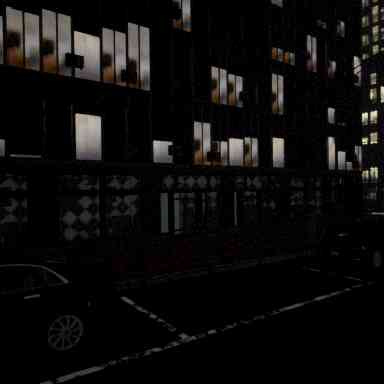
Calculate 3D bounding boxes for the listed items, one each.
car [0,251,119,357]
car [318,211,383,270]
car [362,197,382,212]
[{"bbox_3d":[-3.189,1.551,4.427,4.403,1.369,2.008,0,-1,-35],"label":"car"},{"bbox_3d":[5.986,1.541,11.006,4.507,1.381,1.887,0,-1,-35],"label":"car"},{"bbox_3d":[17.319,1.430,35.449,1.994,1.385,4.181,-1,1,-35],"label":"car"}]
